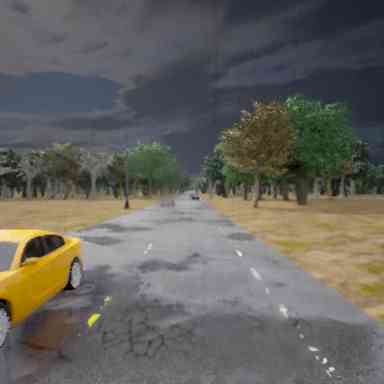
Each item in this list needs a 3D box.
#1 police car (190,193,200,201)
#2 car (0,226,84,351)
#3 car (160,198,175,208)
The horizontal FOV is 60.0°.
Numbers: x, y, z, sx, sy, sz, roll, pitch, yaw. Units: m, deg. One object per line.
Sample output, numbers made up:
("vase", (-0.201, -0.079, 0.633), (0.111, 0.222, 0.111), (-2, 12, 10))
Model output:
("police car", (1.060, 1.489, 89.614), (1.930, 1.638, 5.238), (0, 0, 0))
("car", (-3.599, 1.488, 6.210), (1.882, 1.535, 5.008), (0, 0, 0))
("car", (-3.569, 1.627, 49.321), (1.994, 1.385, 4.181), (0, 0, 0))
